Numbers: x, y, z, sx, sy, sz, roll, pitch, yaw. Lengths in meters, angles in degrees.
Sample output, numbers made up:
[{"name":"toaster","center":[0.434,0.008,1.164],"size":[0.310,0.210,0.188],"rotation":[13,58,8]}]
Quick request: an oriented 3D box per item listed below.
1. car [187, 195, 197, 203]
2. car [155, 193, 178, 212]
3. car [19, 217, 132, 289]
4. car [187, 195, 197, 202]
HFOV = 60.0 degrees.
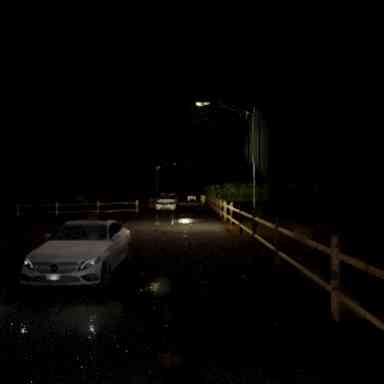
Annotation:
[{"name":"car","center":[-0.041,1.567,65.329],"size":[1.895,1.301,4.718],"rotation":[0,0,0]},{"name":"car","center":[-2.773,1.178,37.232],"size":[2.150,2.045,5.566],"rotation":[0,0,0]},{"name":"car","center":[-2.845,1.472,9.153],"size":[1.812,1.442,4.674],"rotation":[0,0,0]},{"name":"car","center":[-0.048,1.445,75.310],"size":[2.128,1.511,4.902],"rotation":[0,0,0]}]
